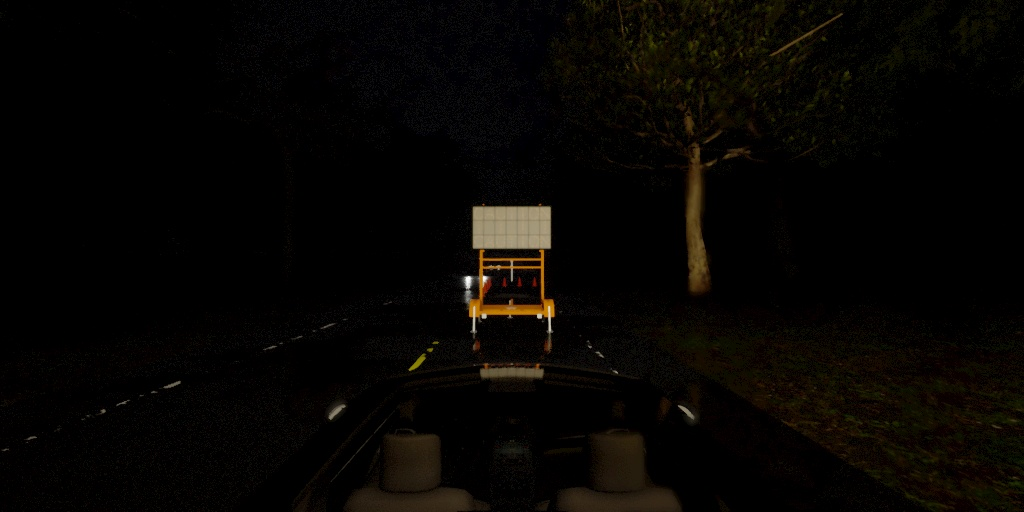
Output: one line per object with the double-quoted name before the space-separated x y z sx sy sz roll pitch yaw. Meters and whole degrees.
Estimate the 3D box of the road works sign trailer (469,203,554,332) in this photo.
"road works sign trailer" -0.005 0.217 10.821 2.380 3.560 2.880 0 0 0

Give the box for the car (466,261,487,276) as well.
"car" -3.613 1.248 37.179 1.837 1.490 4.892 0 0 0
